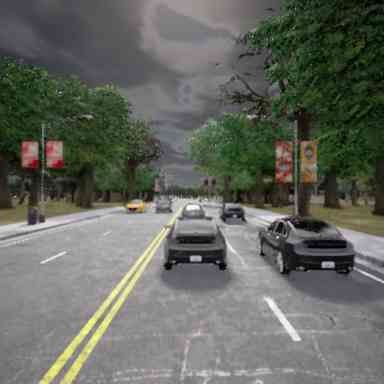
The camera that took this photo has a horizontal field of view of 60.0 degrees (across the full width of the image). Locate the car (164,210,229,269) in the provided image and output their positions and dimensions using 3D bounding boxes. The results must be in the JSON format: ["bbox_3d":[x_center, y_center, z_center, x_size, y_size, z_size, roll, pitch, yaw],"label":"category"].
[{"bbox_3d":[0.102,1.565,11.398,1.837,1.490,4.892,0,0,0],"label":"car"}]

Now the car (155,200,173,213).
[{"bbox_3d":[-3.312,1.717,40.026,1.837,1.490,4.892,0,-1,0],"label":"car"}]

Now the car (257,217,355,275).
[{"bbox_3d":[3.349,1.560,10.601,1.837,1.490,4.892,0,0,0],"label":"car"}]

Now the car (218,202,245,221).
[{"bbox_3d":[3.351,1.654,28.417,1.837,1.490,4.892,0,0,0],"label":"car"}]

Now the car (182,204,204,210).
[{"bbox_3d":[0.103,1.718,29.212,1.994,1.385,4.181,0,0,0],"label":"car"}]

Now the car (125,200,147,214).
[{"bbox_3d":[-6.540,1.683,39.220,1.882,1.535,5.008,0,0,1],"label":"car"}]
